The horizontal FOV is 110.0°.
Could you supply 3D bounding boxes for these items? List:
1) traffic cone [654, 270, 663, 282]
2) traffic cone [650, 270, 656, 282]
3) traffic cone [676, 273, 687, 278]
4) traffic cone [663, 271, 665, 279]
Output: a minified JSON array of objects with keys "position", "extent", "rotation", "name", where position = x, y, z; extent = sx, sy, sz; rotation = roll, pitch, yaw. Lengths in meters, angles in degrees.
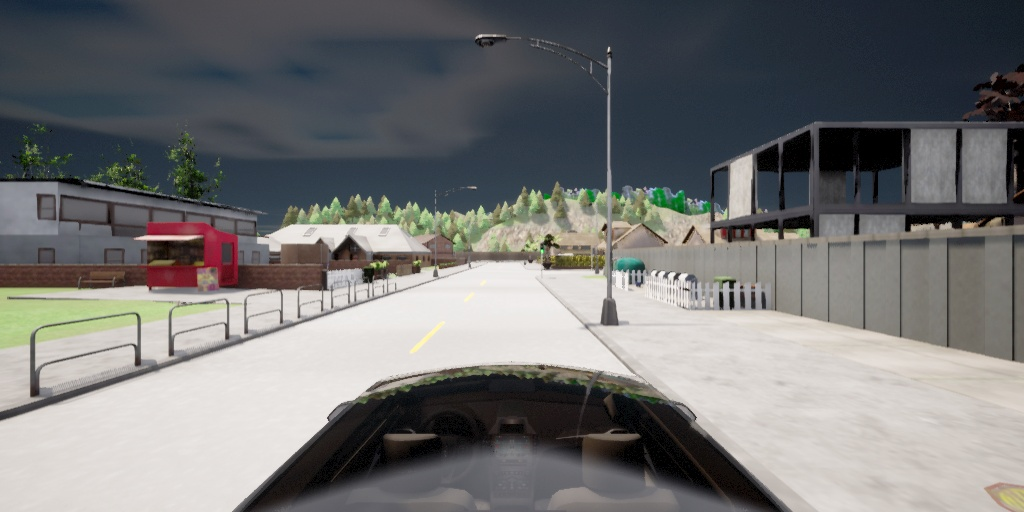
[{"position":[11.390,1.518,27.996],"extent":[0.344,0.586,0.344],"rotation":[0,0,0],"name":"traffic cone"},{"position":[10.391,1.542,26.955],"extent":[0.344,0.586,0.344],"rotation":[0,0,0],"name":"traffic cone"},{"position":[15.798,1.530,33.449],"extent":[0.344,0.586,0.344],"rotation":[0,0,0],"name":"traffic cone"},{"position":[11.751,1.521,28.565],"extent":[0.344,0.586,0.344],"rotation":[0,0,0],"name":"traffic cone"}]
